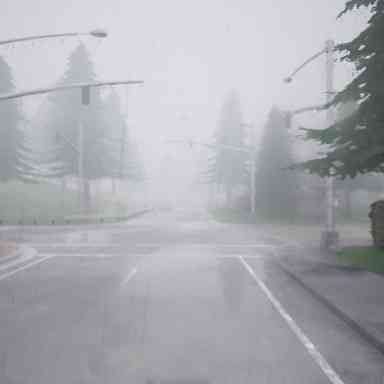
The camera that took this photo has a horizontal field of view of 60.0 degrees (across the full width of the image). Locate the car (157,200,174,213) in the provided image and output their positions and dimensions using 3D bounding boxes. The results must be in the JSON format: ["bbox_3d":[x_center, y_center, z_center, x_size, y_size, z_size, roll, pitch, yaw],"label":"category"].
[{"bbox_3d":[-3.503,2.025,44.637,2.033,1.411,5.357,0,-1,1],"label":"car"}]

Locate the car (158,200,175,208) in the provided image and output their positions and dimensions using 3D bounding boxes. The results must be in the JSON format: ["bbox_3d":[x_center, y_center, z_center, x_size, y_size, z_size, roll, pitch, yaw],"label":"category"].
[{"bbox_3d":[-4.711,2.222,61.537,1.994,1.385,4.181,0,-1,-20],"label":"car"}]
